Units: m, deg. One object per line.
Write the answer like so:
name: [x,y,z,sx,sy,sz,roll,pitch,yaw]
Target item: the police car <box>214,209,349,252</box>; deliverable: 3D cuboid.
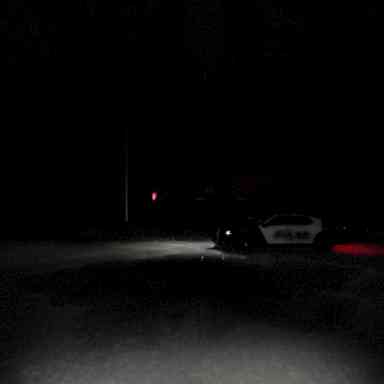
police car: [3.414,1.507,13.264,4.974,1.542,2.038,0,0,0]
